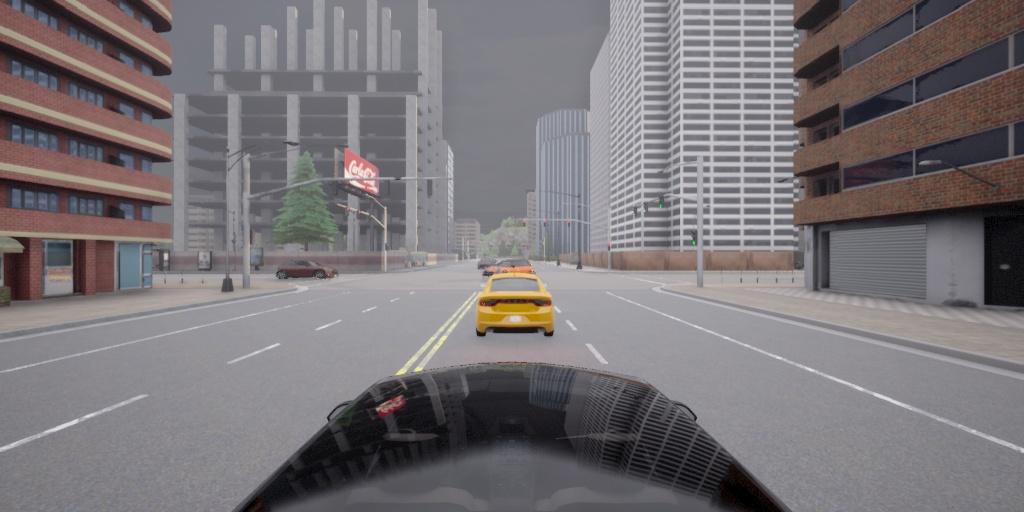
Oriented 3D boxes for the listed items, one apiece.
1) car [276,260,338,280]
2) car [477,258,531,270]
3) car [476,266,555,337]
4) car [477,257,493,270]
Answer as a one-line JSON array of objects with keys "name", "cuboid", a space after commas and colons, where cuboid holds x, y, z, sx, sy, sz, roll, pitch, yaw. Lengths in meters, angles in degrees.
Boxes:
[{"name": "car", "cuboid": [-17.233, 1.095, 30.349, 4.553, 1.767, 2.097, 0, 0, -2]}, {"name": "car", "cuboid": [-0.246, 1.095, 28.379, 4.553, 1.767, 2.097, 0, 0, -44]}, {"name": "car", "cuboid": [0.061, 1.225, 10.345, 1.882, 1.535, 5.008, 0, 0, 0]}, {"name": "car", "cuboid": [-3.885, 1.089, 52.614, 2.097, 1.767, 4.553, 0, 0, 0]}]
